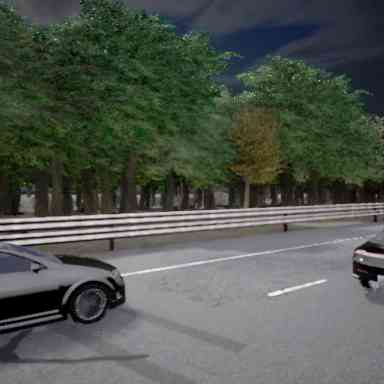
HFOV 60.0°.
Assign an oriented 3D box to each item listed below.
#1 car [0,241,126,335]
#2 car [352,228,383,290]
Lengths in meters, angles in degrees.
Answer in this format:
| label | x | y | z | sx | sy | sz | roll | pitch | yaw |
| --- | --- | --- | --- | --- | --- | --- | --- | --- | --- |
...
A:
| label | x | y | z | sx | sy | sz | roll | pitch | yaw |
| --- | --- | --- | --- | --- | --- | --- | --- | --- | --- |
| car | -3.292 | 1.563 | 5.698 | 4.181 | 1.385 | 1.994 | 0 | 0 | -36 |
| car | 5.712 | 1.475 | 7.818 | 4.902 | 1.511 | 2.128 | 0 | 0 | -36 |
